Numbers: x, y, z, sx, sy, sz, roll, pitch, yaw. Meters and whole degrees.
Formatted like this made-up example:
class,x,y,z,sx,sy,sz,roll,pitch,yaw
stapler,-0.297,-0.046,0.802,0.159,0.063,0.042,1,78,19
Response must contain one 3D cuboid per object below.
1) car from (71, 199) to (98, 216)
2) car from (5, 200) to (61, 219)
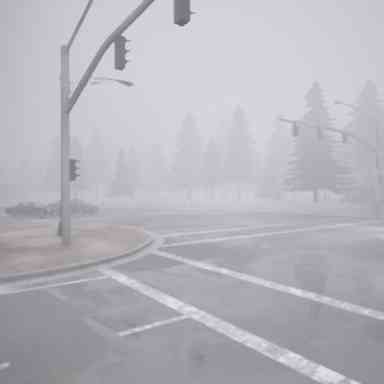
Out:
class,x,y,z,sx,sy,sz,roll,pitch,yaw
car,-11.012,1.360,30.697,5.008,1.535,1.882,0,0,22
car,-13.184,1.508,27.913,4.718,1.301,1.895,0,0,21
